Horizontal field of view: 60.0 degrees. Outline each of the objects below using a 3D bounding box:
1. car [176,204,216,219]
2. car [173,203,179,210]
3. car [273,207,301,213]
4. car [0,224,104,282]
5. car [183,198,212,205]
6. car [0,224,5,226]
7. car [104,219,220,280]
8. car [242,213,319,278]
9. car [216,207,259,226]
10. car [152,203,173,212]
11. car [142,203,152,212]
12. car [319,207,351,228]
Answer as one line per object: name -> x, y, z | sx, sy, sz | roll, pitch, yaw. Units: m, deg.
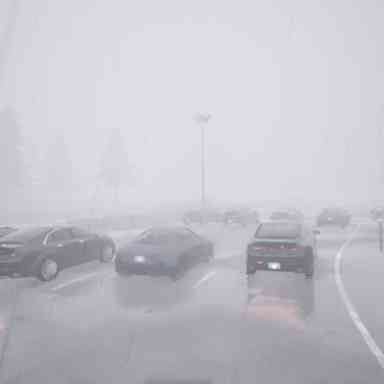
car -> 0.950, 2.080, 29.125 | 1.837, 1.490, 4.892 | -2, -1, 30
car -> -0.715, 2.481, 54.564 | 1.994, 1.385, 4.181 | -2, -1, 30
car -> 7.615, 1.887, 26.674 | 1.812, 1.442, 4.674 | -2, -1, 30
car -> -4.413, 1.832, 10.997 | 1.837, 1.490, 4.892 | -2, -1, 19
car -> 1.164, 2.052, 50.870 | 2.150, 2.045, 5.566 | -2, -1, 30
car -> -7.480, 1.953, 12.728 | 1.812, 1.442, 4.674 | -2, -1, 20
car -> -0.716, 1.811, 10.882 | 1.994, 1.385, 4.181 | -2, -1, 20
car -> 3.015, 1.677, 10.845 | 1.837, 1.490, 4.892 | -2, -1, 22
car -> 4.114, 1.974, 27.606 | 1.837, 1.490, 4.892 | -2, -1, 30
car -> -3.879, 2.573, 56.073 | 2.033, 1.411, 5.357 | -2, -1, 30
car -> -6.831, 2.656, 57.945 | 1.812, 1.442, 4.674 | -2, -1, 30
car -> 10.548, 1.819, 24.752 | 1.994, 1.385, 4.181 | -2, -1, 30
